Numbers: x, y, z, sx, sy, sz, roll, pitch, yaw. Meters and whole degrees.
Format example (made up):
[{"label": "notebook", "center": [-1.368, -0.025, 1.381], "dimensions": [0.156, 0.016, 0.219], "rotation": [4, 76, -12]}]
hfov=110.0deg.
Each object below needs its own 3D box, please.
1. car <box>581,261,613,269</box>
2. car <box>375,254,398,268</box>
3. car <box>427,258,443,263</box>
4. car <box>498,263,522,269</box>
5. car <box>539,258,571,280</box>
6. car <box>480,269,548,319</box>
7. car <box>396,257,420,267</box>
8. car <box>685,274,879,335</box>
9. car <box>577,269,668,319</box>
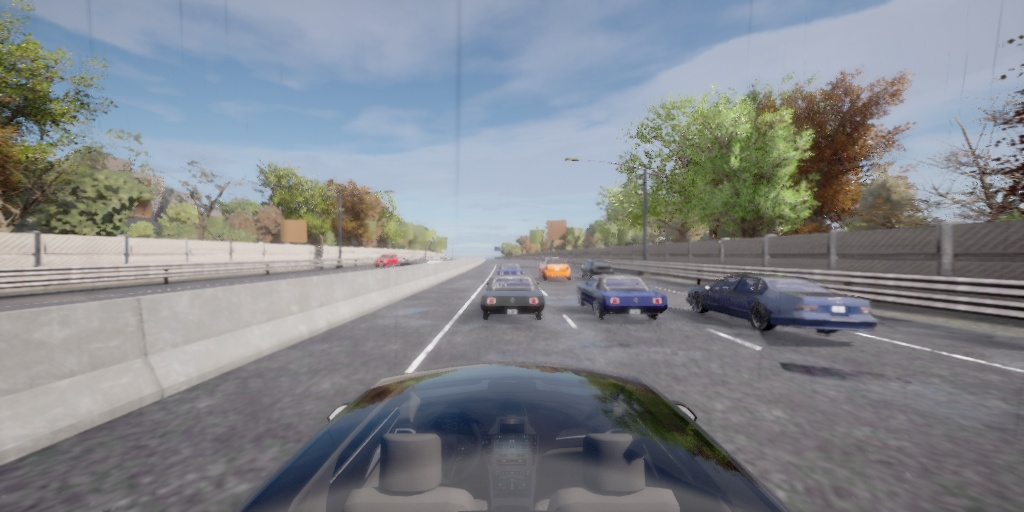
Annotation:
[{"label": "car", "center": [6.840, 1.112, 29.146], "dimensions": [1.837, 1.490, 4.892], "rotation": [0, 1, -1]}, {"label": "car", "center": [-18.334, 0.695, 52.902], "dimensions": [2.150, 2.045, 5.566], "rotation": [0, 0, -1]}, {"label": "car", "center": [-11.339, 1.001, 53.142], "dimensions": [1.812, 1.442, 4.674], "rotation": [0, 0, -1]}, {"label": "car", "center": [-0.143, 1.215, 27.480], "dimensions": [1.895, 1.301, 4.718], "rotation": [0, 0, 0]}, {"label": "car", "center": [3.342, 0.959, 28.704], "dimensions": [2.097, 1.767, 4.553], "rotation": [0, 0, -1]}, {"label": "car", "center": [0.019, 1.294, 12.433], "dimensions": [1.895, 1.301, 4.718], "rotation": [0, 0, 0]}, {"label": "car", "center": [-14.815, 1.081, 52.131], "dimensions": [1.895, 1.301, 4.718], "rotation": [0, 0, -1]}, {"label": "car", "center": [7.033, 1.224, 10.221], "dimensions": [2.033, 1.411, 5.357], "rotation": [2, -1, 0]}, {"label": "car", "center": [3.518, 1.294, 12.440], "dimensions": [1.895, 1.301, 4.718], "rotation": [0, 0, 0]}]
